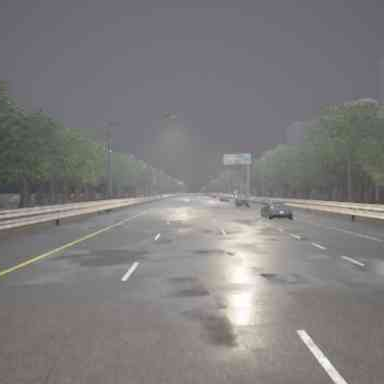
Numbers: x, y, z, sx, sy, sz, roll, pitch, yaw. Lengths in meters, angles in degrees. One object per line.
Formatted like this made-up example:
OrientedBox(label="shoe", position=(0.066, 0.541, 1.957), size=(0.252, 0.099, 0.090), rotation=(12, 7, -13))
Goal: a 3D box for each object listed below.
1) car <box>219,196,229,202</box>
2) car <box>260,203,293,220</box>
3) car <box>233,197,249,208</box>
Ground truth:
OrientedBox(label="car", position=(7.311, 1.537, 76.224), size=(1.994, 1.385, 4.181), rotation=(0, 0, 0))
OrientedBox(label="car", position=(7.043, 1.572, 28.078), size=(1.994, 1.385, 4.181), rotation=(0, 0, 0))
OrientedBox(label="car", position=(7.126, 1.511, 48.385), size=(1.837, 1.490, 4.892), rotation=(0, 0, 0))
